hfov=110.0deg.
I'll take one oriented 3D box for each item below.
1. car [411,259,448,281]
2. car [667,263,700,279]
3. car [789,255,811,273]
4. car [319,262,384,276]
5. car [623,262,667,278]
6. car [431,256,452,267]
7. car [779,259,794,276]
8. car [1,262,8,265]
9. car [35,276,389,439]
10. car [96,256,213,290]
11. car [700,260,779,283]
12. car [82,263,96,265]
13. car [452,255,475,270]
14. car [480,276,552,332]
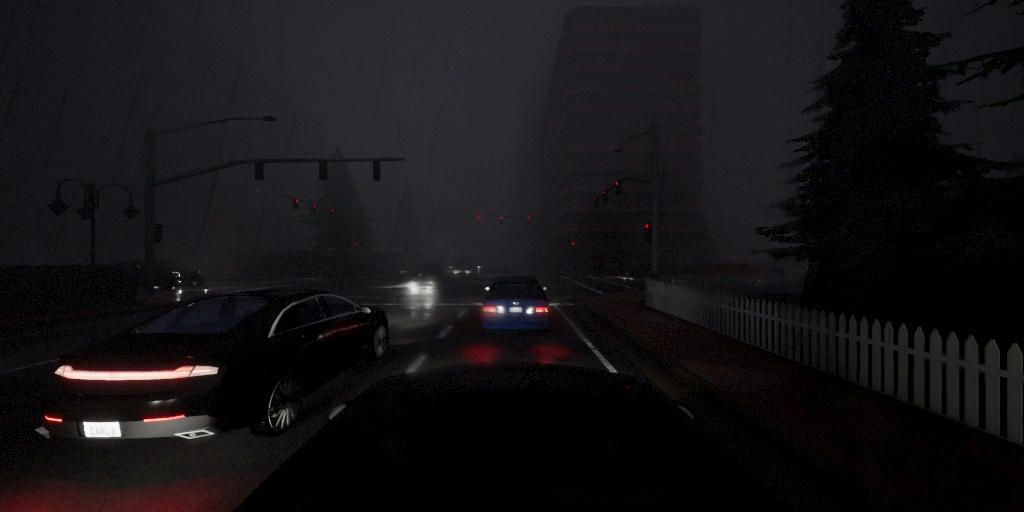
[{"bbox_3d":[-7.086,1.232,30.220,2.128,1.511,4.902,0,0,0],"label":"car"},{"bbox_3d":[15.877,1.259,30.630,4.181,1.385,1.994,0,0,-20],"label":"car"},{"bbox_3d":[33.102,0.918,41.419,2.150,2.045,5.566,0,0,42],"label":"car"},{"bbox_3d":[-14.495,1.282,32.580,5.357,1.411,2.033,1,0,-32],"label":"car"},{"bbox_3d":[13.143,1.242,33.454,5.357,1.411,2.033,0,0,-13],"label":"car"},{"bbox_3d":[-10.564,0.971,51.559,2.150,2.045,5.566,0,0,0],"label":"car"},{"bbox_3d":[24.356,1.242,34.310,5.357,1.411,2.033,0,0,-31],"label":"car"},{"bbox_3d":[-30.613,1.242,21.303,5.357,1.411,2.033,0,0,0],"label":"car"},{"bbox_3d":[-3.428,1.242,5.433,2.128,1.511,4.902,0,0,0],"label":"car"},{"bbox_3d":[-21.138,1.047,21.359,4.553,1.767,2.097,0,0,0],"label":"car"},{"bbox_3d":[17.205,1.172,27.123,5.008,1.535,1.882,0,0,-17],"label":"car"},{"bbox_3d":[-26.419,1.199,24.830,4.892,1.490,1.837,0,0,-1],"label":"car"},{"bbox_3d":[-7.070,0.969,52.255,2.150,2.045,5.566,0,0,0],"label":"car"},{"bbox_3d":[0.119,1.297,10.847,2.033,1.411,5.357,0,0,1],"label":"car"}]
